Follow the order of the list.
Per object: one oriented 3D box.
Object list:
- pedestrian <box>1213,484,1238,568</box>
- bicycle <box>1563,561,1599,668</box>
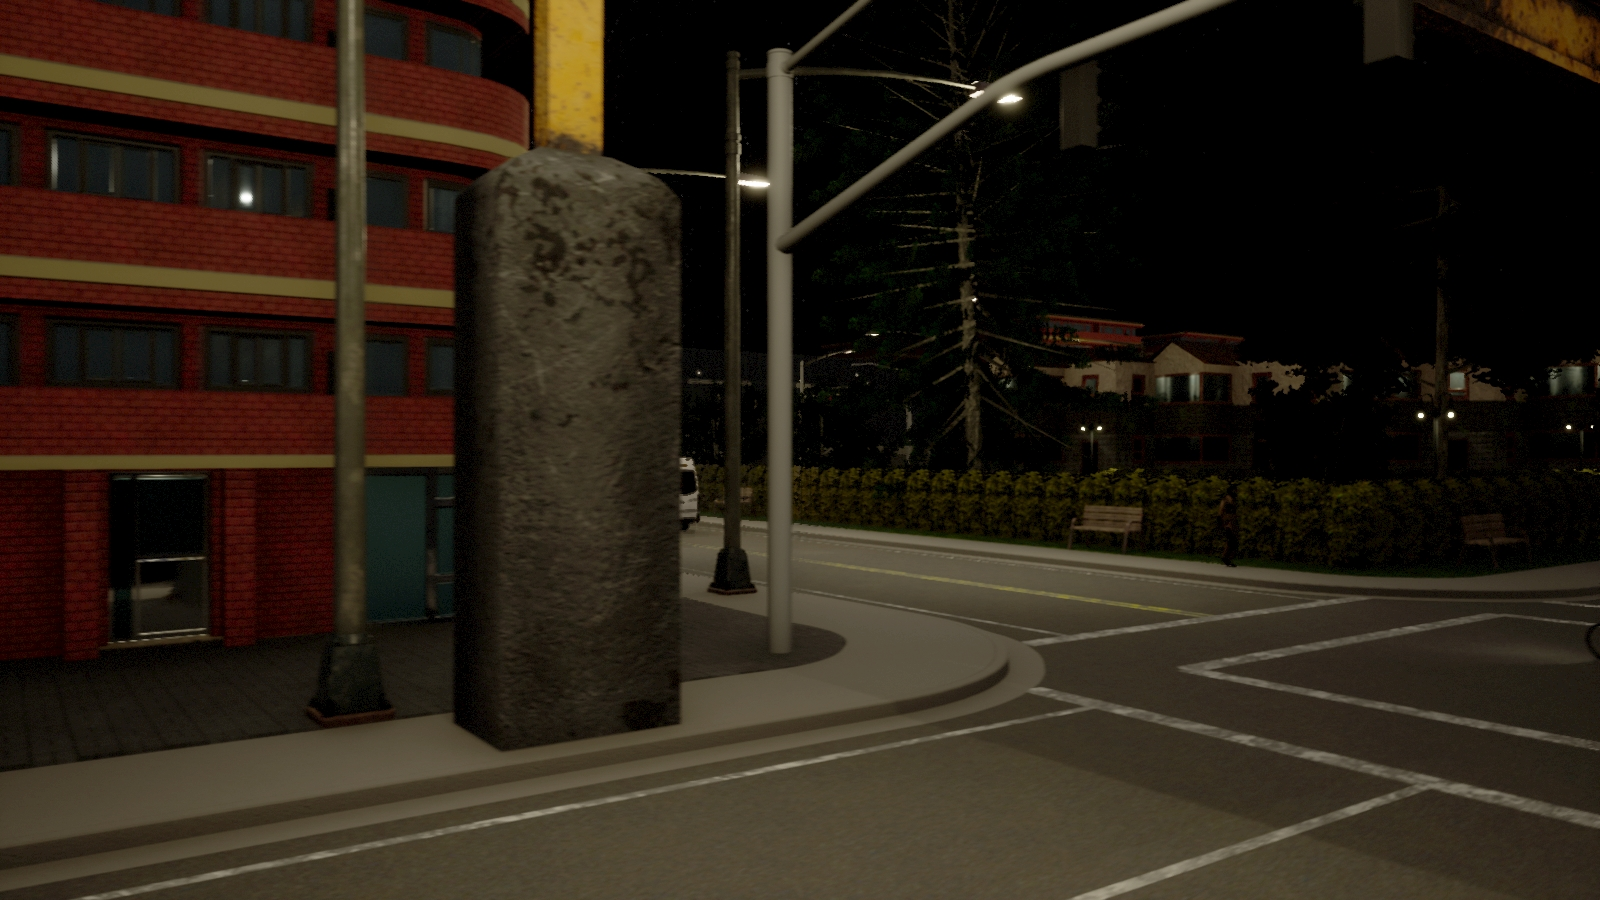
[{"bbox_3d":[9.618,1.706,25.820,0.375,1.860,0.375,0,0,-33],"label":"pedestrian"},{"bbox_3d":[10.783,2.150,14.606,0.859,1.301,1.487,-2,0,-16],"label":"bicycle"}]
